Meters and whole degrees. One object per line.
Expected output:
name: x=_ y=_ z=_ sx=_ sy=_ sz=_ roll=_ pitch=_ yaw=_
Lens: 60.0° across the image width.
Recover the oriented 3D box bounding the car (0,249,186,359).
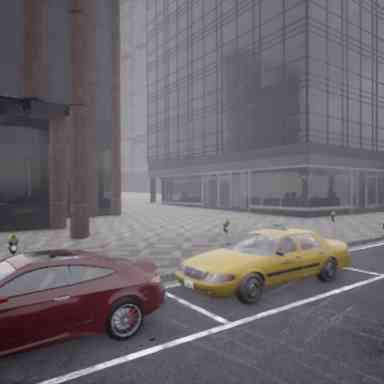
car: x=-2.386 y=1.577 z=4.946 sx=4.206 sy=1.307 sz=1.802 roll=0 pitch=0 yaw=-35

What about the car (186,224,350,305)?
car: x=1.904 y=1.487 z=8.003 sx=4.829 sy=1.417 sz=1.752 roll=0 pitch=0 yaw=-35
